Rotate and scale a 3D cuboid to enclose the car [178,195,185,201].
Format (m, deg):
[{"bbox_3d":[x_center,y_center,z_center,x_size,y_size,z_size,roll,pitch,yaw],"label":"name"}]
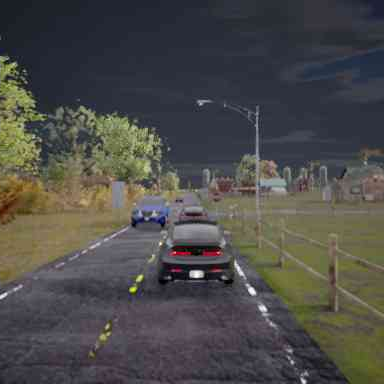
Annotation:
[{"bbox_3d":[-2.743,1.483,87.090,1.882,1.535,5.008,0,0,0],"label":"car"}]

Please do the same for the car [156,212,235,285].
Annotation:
[{"bbox_3d":[0.100,1.535,9.577,1.837,1.490,4.892,0,0,0],"label":"car"}]

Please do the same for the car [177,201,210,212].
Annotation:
[{"bbox_3d":[0.100,1.569,21.248,1.837,1.490,4.892,0,0,0],"label":"car"}]

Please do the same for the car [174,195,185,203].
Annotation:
[{"bbox_3d":[-2.745,1.752,70.933,1.895,1.301,4.718,0,0,0],"label":"car"}]

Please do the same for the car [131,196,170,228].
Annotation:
[{"bbox_3d":[-2.749,1.292,23.004,2.150,2.045,5.566,0,0,0],"label":"car"}]
